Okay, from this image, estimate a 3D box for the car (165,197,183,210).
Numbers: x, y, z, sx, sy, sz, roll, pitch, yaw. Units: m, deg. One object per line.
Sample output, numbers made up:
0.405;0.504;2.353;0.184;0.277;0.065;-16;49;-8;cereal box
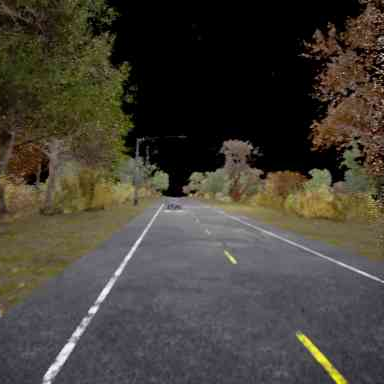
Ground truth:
-2.256;1.459;41.879;1.837;1.490;4.892;1;0;-4;car
